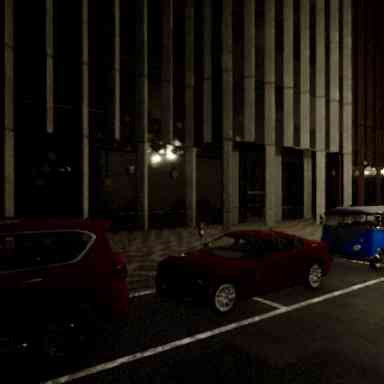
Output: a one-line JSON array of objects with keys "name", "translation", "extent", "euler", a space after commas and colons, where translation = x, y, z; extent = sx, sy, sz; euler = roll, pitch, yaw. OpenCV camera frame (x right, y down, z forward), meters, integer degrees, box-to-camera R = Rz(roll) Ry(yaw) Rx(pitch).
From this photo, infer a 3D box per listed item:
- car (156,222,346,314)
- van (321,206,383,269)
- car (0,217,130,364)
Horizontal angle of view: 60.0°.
[{"name": "car", "translation": [1.318, 1.555, 7.599], "extent": [4.507, 1.381, 1.887], "euler": [0, 0, -36]}, {"name": "van", "translation": [5.902, 1.360, 10.880], "extent": [3.998, 1.788, 1.690], "euler": [0, 0, -36]}, {"name": "car", "translation": [-3.267, 1.317, 4.320], "extent": [5.009, 1.841, 2.192], "euler": [0, 0, -36]}]
